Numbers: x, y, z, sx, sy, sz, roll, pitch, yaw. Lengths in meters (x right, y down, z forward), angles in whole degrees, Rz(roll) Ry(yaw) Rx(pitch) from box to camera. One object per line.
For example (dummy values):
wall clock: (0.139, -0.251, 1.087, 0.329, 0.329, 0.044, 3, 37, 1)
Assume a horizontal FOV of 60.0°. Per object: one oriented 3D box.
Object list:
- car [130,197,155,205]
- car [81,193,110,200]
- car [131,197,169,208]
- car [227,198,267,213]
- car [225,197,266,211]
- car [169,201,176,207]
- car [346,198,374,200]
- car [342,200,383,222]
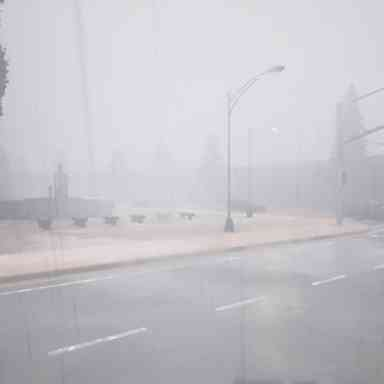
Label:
car: (-9.106, 1.564, 61.192, 4.181, 1.385, 1.994, 0, 0, 22)
car: (-18.646, 1.221, 63.939, 5.566, 2.045, 2.150, 0, 0, 10)
car: (-6.214, 1.601, 47.994, 4.718, 1.301, 1.895, 0, 0, 31)
car: (6.003, 1.506, 36.370, 1.837, 1.490, 4.892, 0, 0, -38)
car: (6.535, 1.478, 41.363, 1.882, 1.535, 5.008, 0, 0, -40)
car: (-4.806, 1.600, 51.300, 4.718, 1.301, 1.895, 0, 0, 30)
car: (15.457, 1.352, 29.427, 2.097, 1.767, 4.553, 0, 0, -36)
car: (14.022, 1.547, 24.390, 2.033, 1.411, 5.357, 0, 0, -23)
